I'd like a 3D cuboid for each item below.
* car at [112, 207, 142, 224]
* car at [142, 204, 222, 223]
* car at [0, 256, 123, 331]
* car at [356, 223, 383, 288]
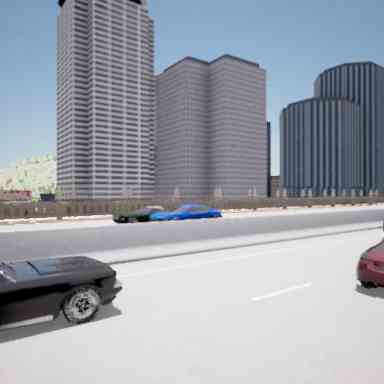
[{"bbox_3d":[-3.150,1.668,23.409,4.718,1.301,1.895,0,0,-36],"label":"car"},{"bbox_3d":[-0.316,1.533,21.148,5.008,1.535,1.882,0,0,-36],"label":"car"},{"bbox_3d":[-3.634,1.623,5.538,4.718,1.301,1.895,0,0,-35],"label":"car"},{"bbox_3d":[5.843,1.575,8.083,4.181,1.385,1.994,0,0,-36],"label":"car"}]
